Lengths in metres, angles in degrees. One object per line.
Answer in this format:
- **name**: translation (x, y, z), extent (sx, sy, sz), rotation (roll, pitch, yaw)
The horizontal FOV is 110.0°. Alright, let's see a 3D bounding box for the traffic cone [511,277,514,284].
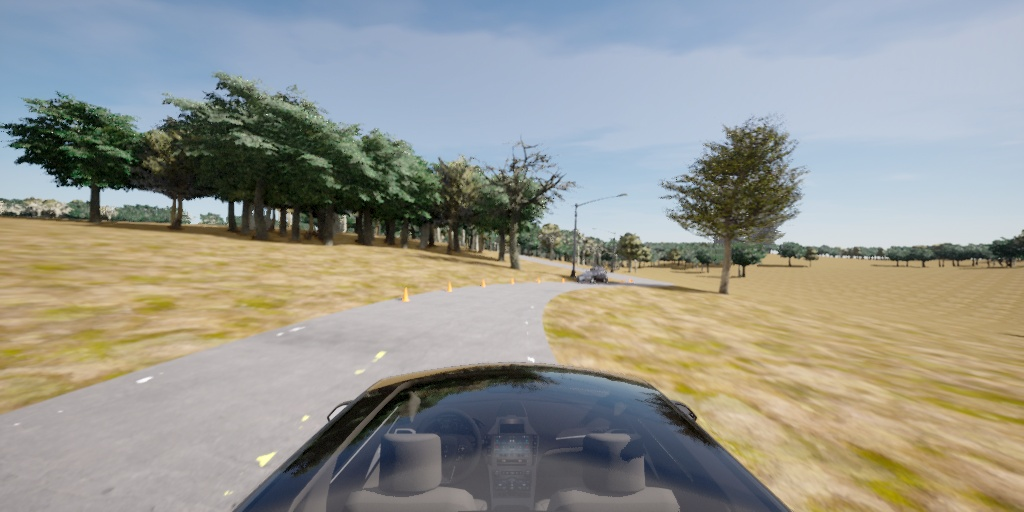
- **traffic cone**: translation (0.011, 2.149, 31.060), extent (0.340, 0.580, 0.340), rotation (0, 0, 27)

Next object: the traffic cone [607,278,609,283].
- **traffic cone**: translation (12.703, 3.253, 47.338), extent (0.340, 0.580, 0.340), rotation (0, 0, 43)

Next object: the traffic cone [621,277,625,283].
- **traffic cone**: translation (15.601, 3.523, 50.912), extent (0.340, 0.580, 0.340), rotation (0, 0, 35)

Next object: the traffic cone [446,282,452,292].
- **traffic cone**: translation (-3.699, 1.804, 21.193), extent (0.340, 0.580, 0.340), rotation (0, 0, 15)

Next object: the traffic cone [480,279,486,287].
- **traffic cone**: translation (-2.101, 1.950, 26.225), extent (0.340, 0.580, 0.340), rotation (0, 0, 21)

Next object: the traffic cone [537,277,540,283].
- **traffic cone**: translation (2.615, 2.399, 35.650), extent (0.340, 0.580, 0.340), rotation (0, 0, 33)

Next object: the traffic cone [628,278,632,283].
- **traffic cone**: translation (17.956, 3.781, 54.867), extent (0.340, 0.580, 0.340), rotation (0, 0, 27)

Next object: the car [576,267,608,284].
- **car**: translation (8.958, 2.371, 40.073), extent (2.128, 1.511, 4.902), rotation (1, -3, 41)

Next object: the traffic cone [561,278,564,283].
- **traffic cone**: translation (5.681, 2.679, 39.942), extent (0.340, 0.580, 0.340), rotation (0, 0, 39)

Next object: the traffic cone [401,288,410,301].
- **traffic cone**: translation (-4.765, 1.711, 16.022), extent (0.340, 0.580, 0.340), rotation (0, 0, 9)
